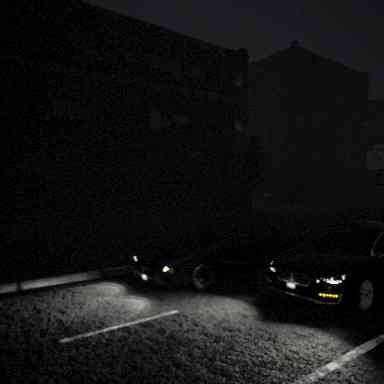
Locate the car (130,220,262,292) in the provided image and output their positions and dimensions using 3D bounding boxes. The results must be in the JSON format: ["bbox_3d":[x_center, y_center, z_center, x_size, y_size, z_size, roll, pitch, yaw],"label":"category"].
[{"bbox_3d":[1.079,1.509,9.057,5.357,1.411,2.033,0,0,-36],"label":"car"}]

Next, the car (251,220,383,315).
[{"bbox_3d":[3.786,1.456,7.578,4.892,1.490,1.837,0,0,-36],"label":"car"}]
